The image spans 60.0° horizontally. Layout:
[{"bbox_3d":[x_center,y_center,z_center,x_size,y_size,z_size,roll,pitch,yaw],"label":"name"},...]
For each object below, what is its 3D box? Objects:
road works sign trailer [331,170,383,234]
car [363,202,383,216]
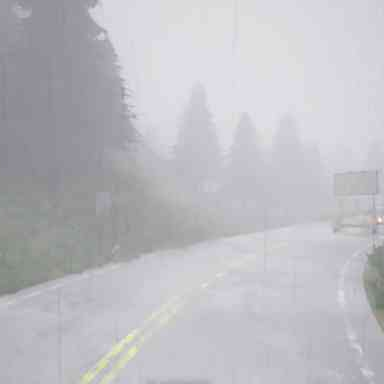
[{"bbox_3d":[9.708,0.576,19.533,2.380,3.560,2.880,-2,-2,41],"label":"road works sign trailer"},{"bbox_3d":[19.934,1.826,35.705,1.812,1.442,4.674,-3,-2,44],"label":"car"}]
